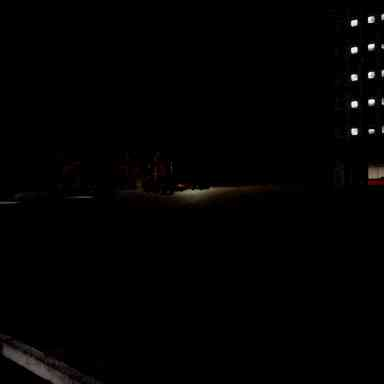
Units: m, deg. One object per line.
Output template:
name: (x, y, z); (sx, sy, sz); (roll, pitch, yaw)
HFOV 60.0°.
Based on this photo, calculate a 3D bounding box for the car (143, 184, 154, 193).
car: (-5.999, -0.584, 55.409); (2.033, 1.411, 5.357); (0, 2, 30)

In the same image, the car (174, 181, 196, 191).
car: (-1.317, -1.200, 63.732); (2.097, 1.767, 4.553); (0, 2, 29)

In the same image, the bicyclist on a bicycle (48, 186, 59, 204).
bicyclist on a bicycle: (-12.643, 0.252, 30.255); (1.656, 1.620, 0.582); (-1, 2, 33)

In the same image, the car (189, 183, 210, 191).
car: (1.559, -0.965, 62.217); (1.895, 1.301, 4.718); (0, 2, 29)

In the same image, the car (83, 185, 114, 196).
car: (-13.729, -0.197, 49.045); (1.837, 1.490, 4.892); (0, 3, 31)

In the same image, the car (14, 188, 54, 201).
car: (-19.106, 0.286, 40.389); (1.812, 1.442, 4.674); (0, 3, 33)

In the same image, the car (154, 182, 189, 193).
car: (-3.221, -0.592, 53.721); (2.033, 1.411, 5.357); (0, 2, 30)
